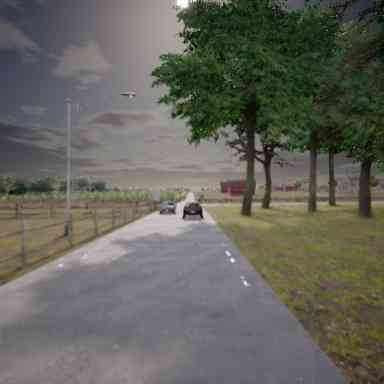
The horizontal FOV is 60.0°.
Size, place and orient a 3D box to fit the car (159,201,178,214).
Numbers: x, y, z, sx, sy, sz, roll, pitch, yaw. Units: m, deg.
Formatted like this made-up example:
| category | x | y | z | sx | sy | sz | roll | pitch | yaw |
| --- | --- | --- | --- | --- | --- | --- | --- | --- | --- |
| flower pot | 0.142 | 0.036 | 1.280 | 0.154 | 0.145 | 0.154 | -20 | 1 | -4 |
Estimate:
| category | x | y | z | sx | sy | sz | roll | pitch | yaw |
| --- | --- | --- | --- | --- | --- | --- | --- | --- | --- |
| car | -2.766 | 1.820 | 39.223 | 1.837 | 1.490 | 4.892 | 0 | -1 | 0 |

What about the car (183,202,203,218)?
| category | x | y | z | sx | sy | sz | roll | pitch | yaw |
| --- | --- | --- | --- | --- | --- | --- | --- | --- | --- |
| car | 0.086 | 1.702 | 33.375 | 1.882 | 1.535 | 5.008 | 0 | 0 | 0 |
